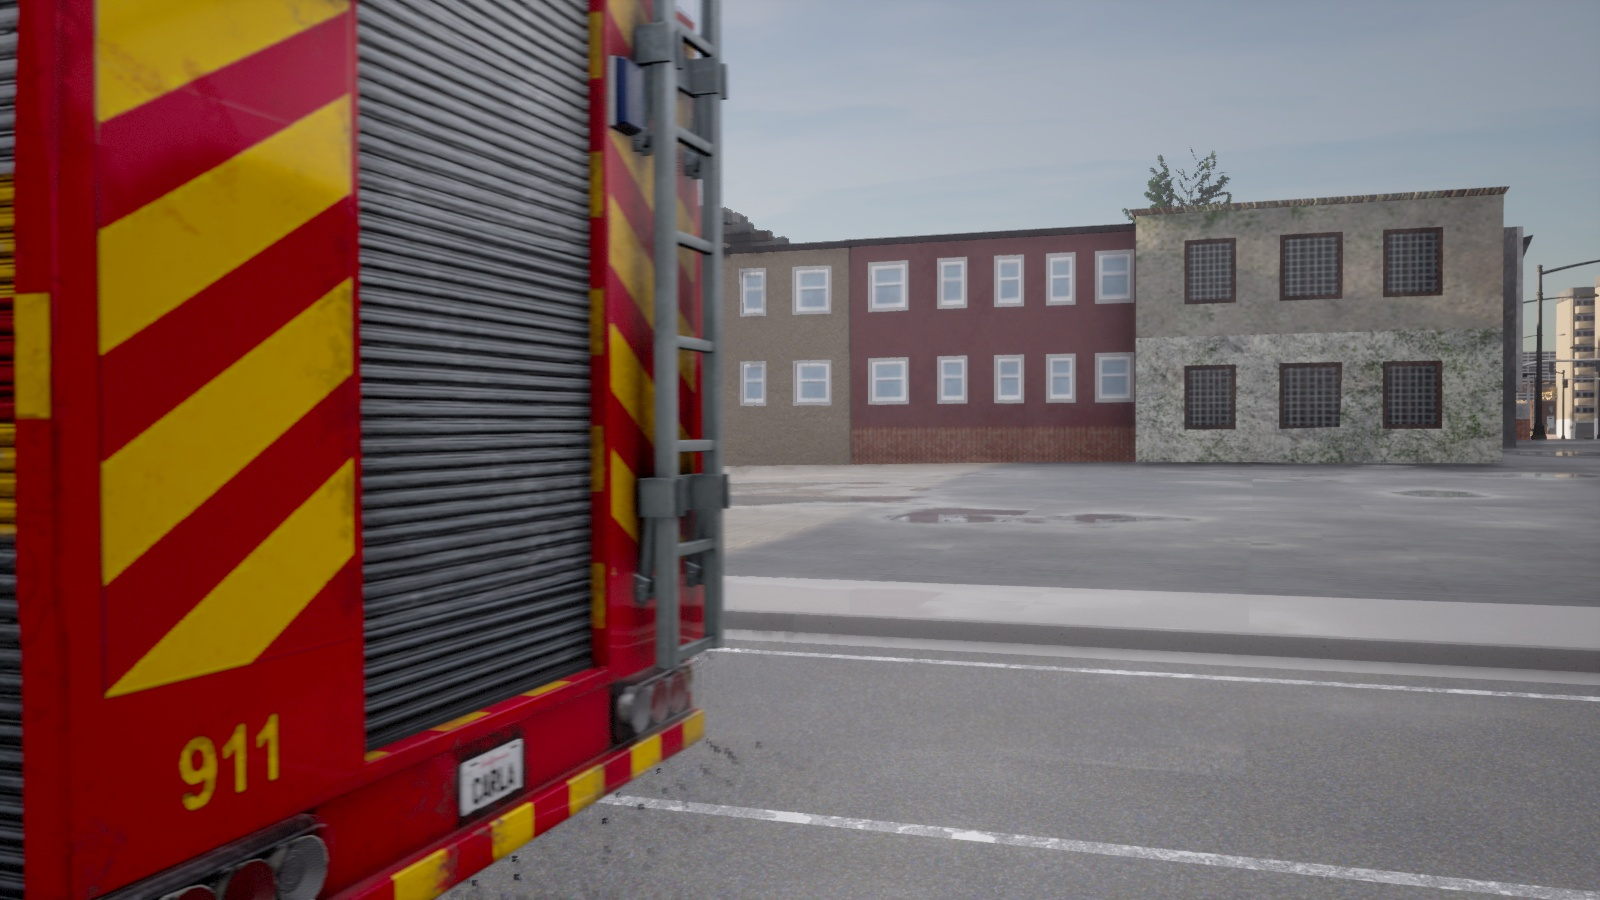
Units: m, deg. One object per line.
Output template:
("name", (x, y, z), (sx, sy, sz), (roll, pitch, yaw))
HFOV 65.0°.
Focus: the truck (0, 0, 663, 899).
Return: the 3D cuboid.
("truck", (-5.009, -0.435, 4.862), (8.468, 3.827, 2.891), (1, 1, 19))
